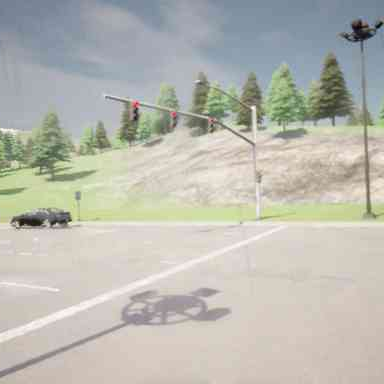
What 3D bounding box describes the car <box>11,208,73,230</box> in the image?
[{"bbox_3d":[-11.314,1.954,24.940,4.902,1.511,2.128,-2,0,20],"label":"car"}]
